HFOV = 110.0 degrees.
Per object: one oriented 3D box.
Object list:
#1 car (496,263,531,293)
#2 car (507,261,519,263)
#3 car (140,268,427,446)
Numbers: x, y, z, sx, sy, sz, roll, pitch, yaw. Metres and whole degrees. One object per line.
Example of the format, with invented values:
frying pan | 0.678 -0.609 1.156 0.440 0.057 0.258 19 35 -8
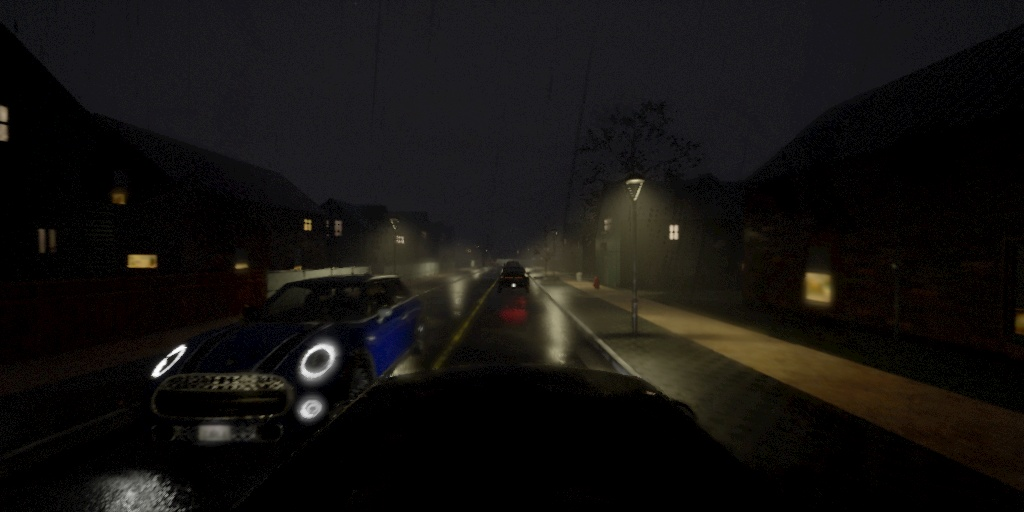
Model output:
car | 0.098 1.371 22.026 1.837 1.490 4.892 0 0 0
car | 0.099 1.324 40.249 2.097 1.767 4.553 0 0 0
car | -2.851 1.124 5.689 2.097 1.767 4.553 0 0 0
